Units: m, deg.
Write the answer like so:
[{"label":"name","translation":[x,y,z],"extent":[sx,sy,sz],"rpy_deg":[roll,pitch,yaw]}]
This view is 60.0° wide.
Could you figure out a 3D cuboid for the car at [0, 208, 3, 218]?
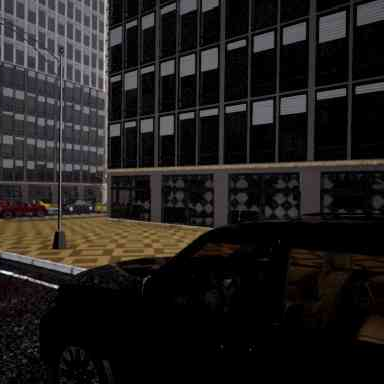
[{"label":"car","translation":[-7.360,1.347,8.958],"extent":[4.553,1.767,2.097],"rpy_deg":[0,0,36]}]

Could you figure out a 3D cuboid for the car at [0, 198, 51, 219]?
[{"label":"car","translation":[-16.206,1.517,31.099],"extent":[2.192,1.841,5.009],"rpy_deg":[1,0,37]}]

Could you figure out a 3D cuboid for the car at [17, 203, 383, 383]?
[{"label":"car","translation":[0.950,1.221,3.006],"extent":[5.566,2.045,2.150],"rpy_deg":[0,0,35]}]

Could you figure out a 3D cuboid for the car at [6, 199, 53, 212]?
[{"label":"car","translation":[-19.678,1.640,40.484],"extent":[1.752,1.417,4.829],"rpy_deg":[1,0,37]}]

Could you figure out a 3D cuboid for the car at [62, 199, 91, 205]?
[{"label":"car","translation":[-14.744,1.704,42.767],"extent":[1.837,1.490,4.892],"rpy_deg":[1,0,37]}]

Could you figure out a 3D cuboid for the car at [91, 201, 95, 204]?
[{"label":"car","translation":[-9.383,1.828,40.292],"extent":[1.752,1.417,4.829],"rpy_deg":[1,0,37]}]
